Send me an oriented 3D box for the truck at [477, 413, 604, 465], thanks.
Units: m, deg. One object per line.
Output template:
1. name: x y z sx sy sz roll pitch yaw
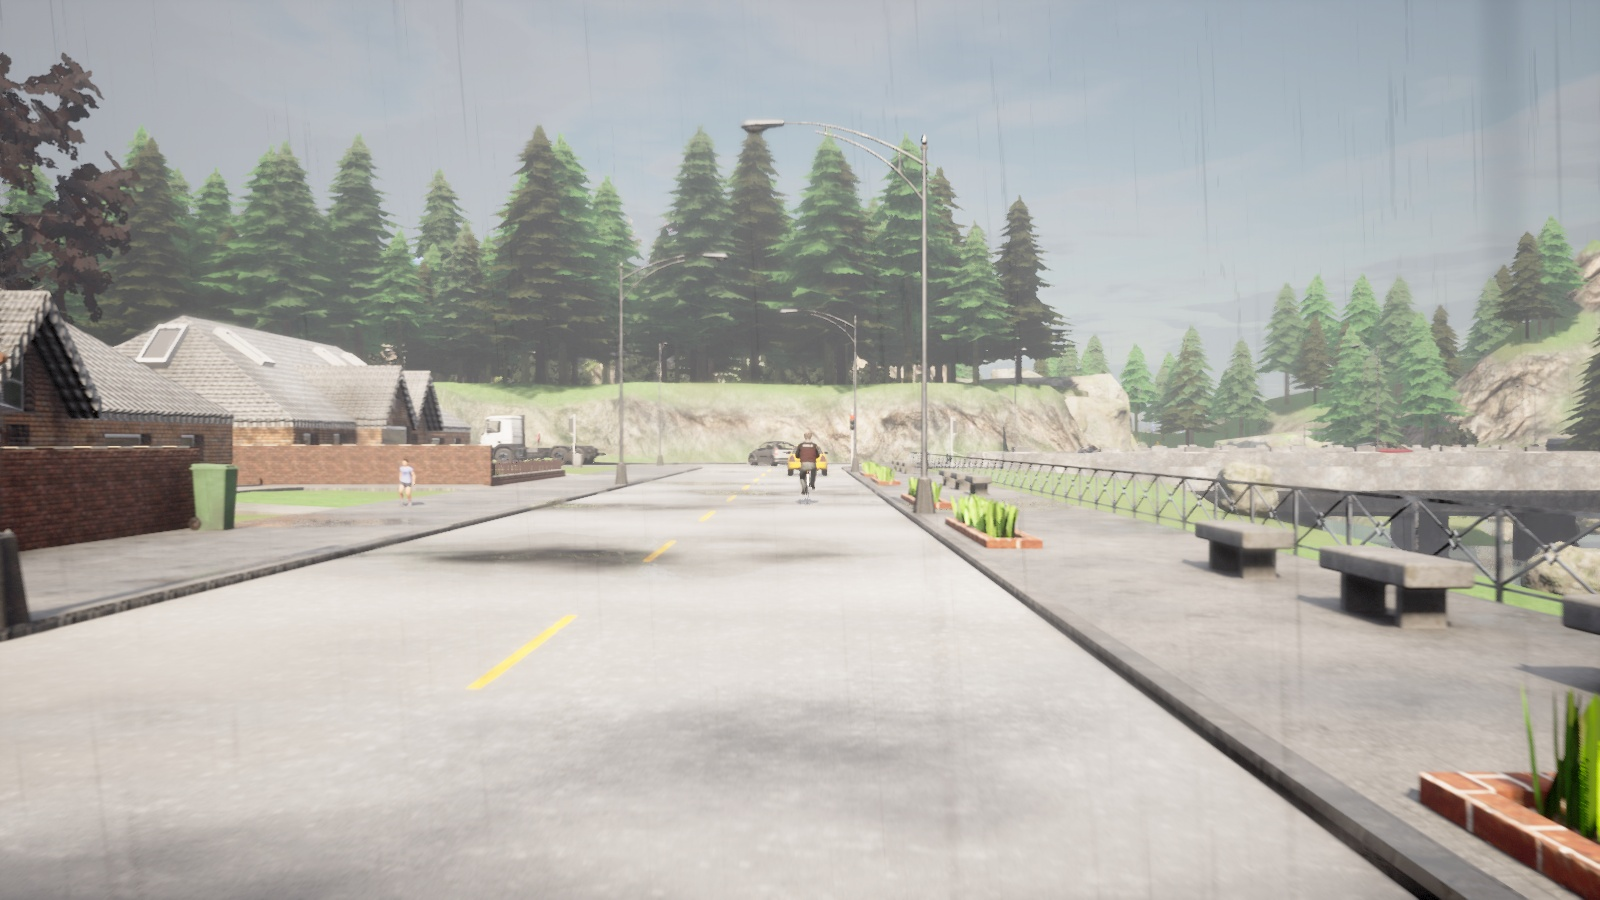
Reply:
1. truck: -17.505 -0.729 85.101 7.936 3.462 2.891 0 0 5

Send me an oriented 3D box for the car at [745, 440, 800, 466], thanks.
1. car: -1.808 0.189 80.645 1.851 1.617 3.988 0 0 -30

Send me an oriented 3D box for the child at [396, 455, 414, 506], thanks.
1. child: -8.702 0.674 27.657 0.255 1.110 0.394 0 0 4

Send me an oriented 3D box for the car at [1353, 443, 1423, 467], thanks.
1. car: 37.810 0.300 80.792 3.705 1.549 1.789 0 0 0

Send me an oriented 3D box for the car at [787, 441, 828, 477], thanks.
1. car: 0.346 0.361 57.544 1.801 1.575 5.366 0 0 0
